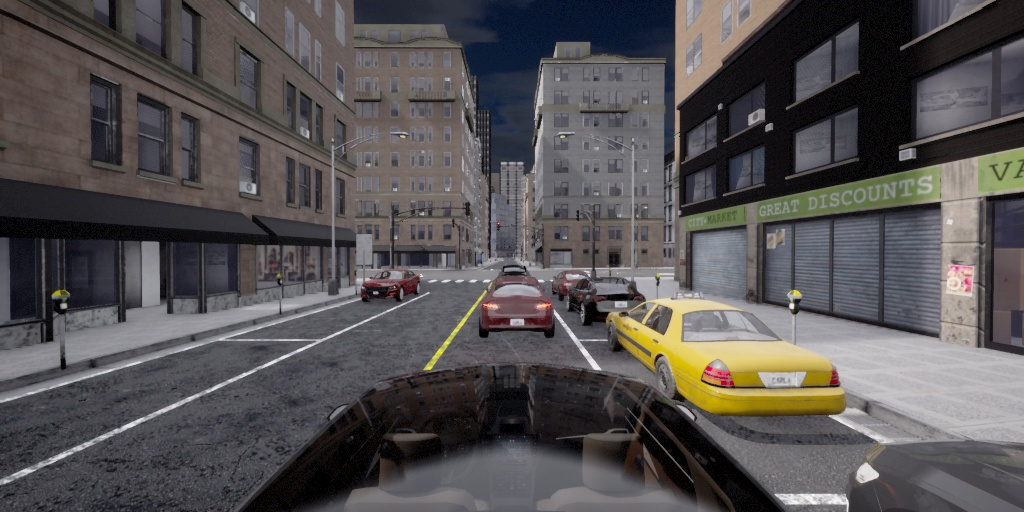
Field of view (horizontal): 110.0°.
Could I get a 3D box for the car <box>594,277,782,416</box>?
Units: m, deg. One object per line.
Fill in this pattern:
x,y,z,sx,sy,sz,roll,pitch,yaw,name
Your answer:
2.881,1.274,6.121,1.751,1.417,4.829,0,0,0,car

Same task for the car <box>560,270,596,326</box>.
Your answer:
2.889,1.312,11.537,1.948,1.339,4.313,0,0,0,car

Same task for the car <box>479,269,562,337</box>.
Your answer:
0.106,1.273,10.103,1.812,1.442,4.674,0,0,0,car

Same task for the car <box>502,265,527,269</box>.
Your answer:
0.127,1.248,20.382,1.837,1.490,4.892,0,0,0,car

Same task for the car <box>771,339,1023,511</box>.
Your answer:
2.871,1.301,0.365,2.007,1.370,4.403,0,0,0,car

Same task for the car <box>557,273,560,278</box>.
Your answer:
2.898,1.326,17.123,1.802,1.307,4.207,0,0,0,car

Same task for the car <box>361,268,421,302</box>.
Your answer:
-5.647,1.289,17.134,1.888,1.381,4.507,0,0,0,car
